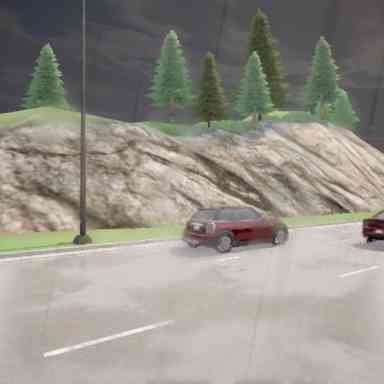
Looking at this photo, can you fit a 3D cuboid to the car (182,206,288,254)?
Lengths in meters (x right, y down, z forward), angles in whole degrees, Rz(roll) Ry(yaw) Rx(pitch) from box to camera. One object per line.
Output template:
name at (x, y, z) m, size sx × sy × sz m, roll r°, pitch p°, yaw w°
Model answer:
car at (1.889, 1.353, 13.705) m, size 4.553 × 1.767 × 2.097 m, roll 0°, pitch 0°, yaw -36°

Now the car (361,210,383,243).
car at (9.594, 1.478, 14.912) m, size 5.008 × 1.535 × 1.882 m, roll 0°, pitch 0°, yaw -36°
